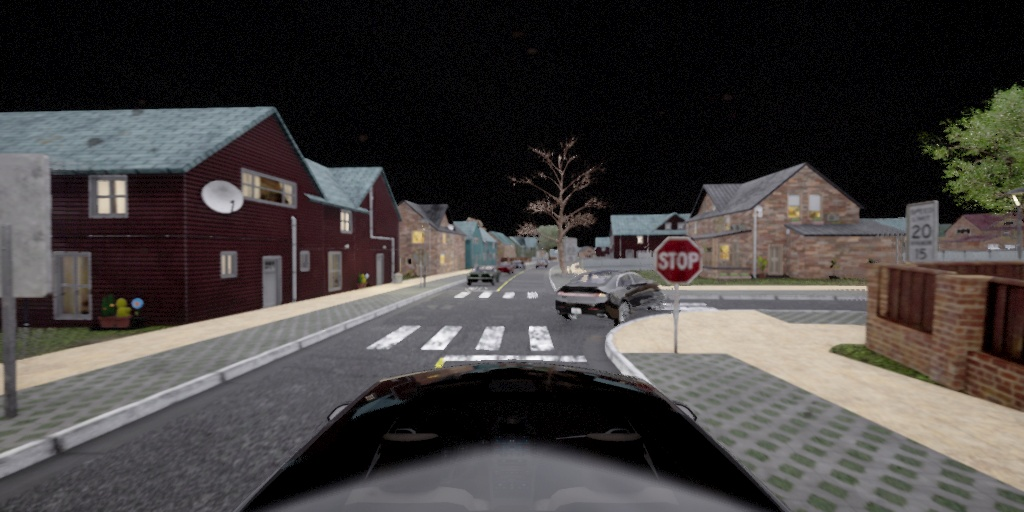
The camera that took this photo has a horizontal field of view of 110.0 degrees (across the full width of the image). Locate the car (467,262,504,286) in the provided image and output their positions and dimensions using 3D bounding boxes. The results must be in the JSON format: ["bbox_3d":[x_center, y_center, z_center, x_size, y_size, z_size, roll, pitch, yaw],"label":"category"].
[{"bbox_3d":[-1.920,1.318,25.332,1.895,1.301,4.718,0,0,4],"label":"car"}]

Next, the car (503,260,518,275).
[{"bbox_3d":[-0.850,1.302,37.485,1.895,1.301,4.718,0,0,6],"label":"car"}]

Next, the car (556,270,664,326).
[{"bbox_3d":[3.265,1.186,11.529,2.128,1.511,4.902,-2,0,39],"label":"car"}]

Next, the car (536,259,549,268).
[{"bbox_3d":[5.011,1.231,58.714,2.033,1.411,5.357,0,0,10],"label":"car"}]

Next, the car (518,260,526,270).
[{"bbox_3d":[0.773,1.248,50.456,1.994,1.385,4.181,0,0,9],"label":"car"}]
